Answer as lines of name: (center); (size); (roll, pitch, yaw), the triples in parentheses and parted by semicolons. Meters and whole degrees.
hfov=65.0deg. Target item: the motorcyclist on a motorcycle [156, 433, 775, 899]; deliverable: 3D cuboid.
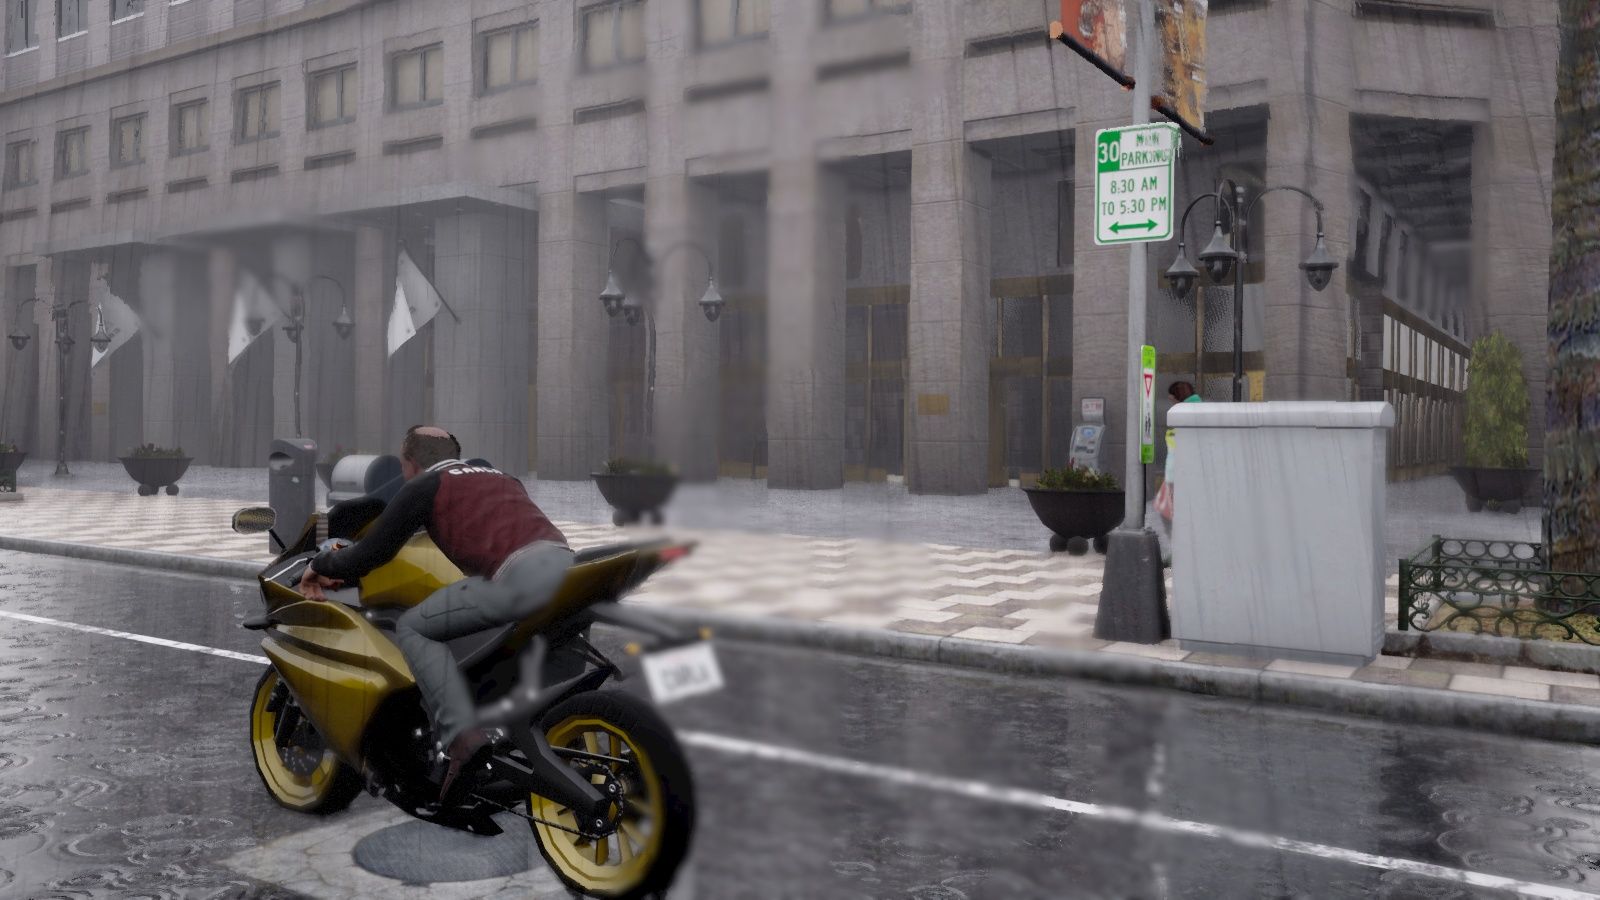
motorcyclist on a motorcycle: (-1.241, 0.717, 4.448); (2.191, 1.530, 0.866); (0, 1, 34)

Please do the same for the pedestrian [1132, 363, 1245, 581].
pedestrian: (3.633, 0.195, 11.742); (0.873, 1.952, 0.659); (0, 1, 30)
